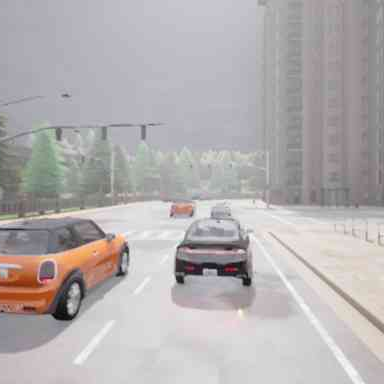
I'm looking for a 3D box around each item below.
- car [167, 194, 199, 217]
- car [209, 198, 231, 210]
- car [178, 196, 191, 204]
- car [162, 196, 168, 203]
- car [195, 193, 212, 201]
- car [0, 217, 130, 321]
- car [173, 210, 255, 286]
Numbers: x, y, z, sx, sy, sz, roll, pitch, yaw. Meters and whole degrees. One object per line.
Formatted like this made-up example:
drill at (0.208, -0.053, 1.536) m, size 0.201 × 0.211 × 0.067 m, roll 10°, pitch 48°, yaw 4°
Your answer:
car at (-0.760, 1.358, 31.844) m, size 2.097 × 1.767 × 4.553 m, roll 0°, pitch 0°, yaw 5°
car at (2.839, 1.546, 32.802) m, size 1.812 × 1.442 × 4.674 m, roll 0°, pitch 0°, yaw 5°
car at (-1.476, 1.520, 65.598) m, size 1.994 × 1.385 × 4.181 m, roll 0°, pitch 0°, yaw 6°
car at (-4.775, 1.548, 67.723) m, size 1.895 × 1.301 × 4.718 m, roll 0°, pitch 0°, yaw 7°
car at (3.174, 1.456, 80.800) m, size 1.837 × 1.490 × 4.892 m, roll 0°, pitch 0°, yaw 30°
car at (-2.924, 1.342, 7.512) m, size 2.097 × 1.767 × 4.553 m, roll 0°, pitch 0°, yaw 5°
car at (0.723, 1.487, 9.434) m, size 2.128 × 1.511 × 4.902 m, roll 0°, pitch 0°, yaw 8°
